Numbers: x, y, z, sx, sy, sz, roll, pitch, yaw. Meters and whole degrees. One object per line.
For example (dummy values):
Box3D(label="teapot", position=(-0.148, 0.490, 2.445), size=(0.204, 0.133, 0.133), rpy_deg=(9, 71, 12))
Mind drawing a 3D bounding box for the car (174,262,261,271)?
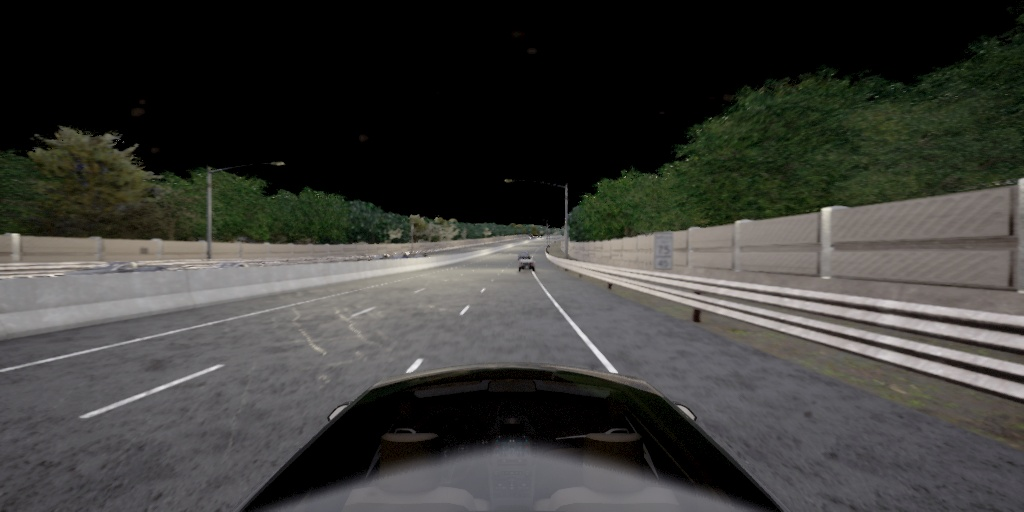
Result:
Box3D(label="car", position=(-17.411, 1.112, 22.231), size=(2.128, 1.511, 4.902), rpy_deg=(0, 0, 1))

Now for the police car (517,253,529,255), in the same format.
Box3D(label="police car", position=(2.009, 0.825, 50.386), size=(1.930, 1.638, 5.238), rpy_deg=(0, 1, 2))

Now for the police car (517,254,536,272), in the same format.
Box3D(label="police car", position=(1.650, 0.946, 40.508), size=(1.930, 1.638, 5.238), rpy_deg=(0, 0, 2))

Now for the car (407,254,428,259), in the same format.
Box3D(label="car", position=(-16.025, 0.424, 62.351), size=(2.097, 1.767, 4.553), rpy_deg=(0, 2, 3))

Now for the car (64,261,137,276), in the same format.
Box3D(label="car", position=(-24.406, 1.085, 22.265), size=(2.128, 1.511, 4.902), rpy_deg=(1, 0, 1))

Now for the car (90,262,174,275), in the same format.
Box3D(label="car", position=(-20.943, 1.218, 21.092), size=(1.895, 1.301, 4.718), rpy_deg=(0, 0, 1))
